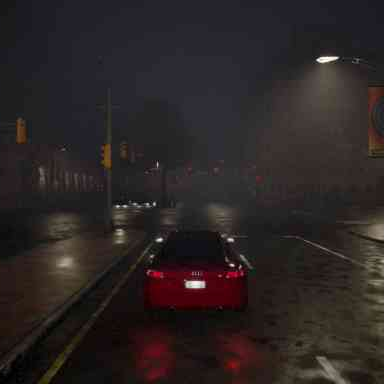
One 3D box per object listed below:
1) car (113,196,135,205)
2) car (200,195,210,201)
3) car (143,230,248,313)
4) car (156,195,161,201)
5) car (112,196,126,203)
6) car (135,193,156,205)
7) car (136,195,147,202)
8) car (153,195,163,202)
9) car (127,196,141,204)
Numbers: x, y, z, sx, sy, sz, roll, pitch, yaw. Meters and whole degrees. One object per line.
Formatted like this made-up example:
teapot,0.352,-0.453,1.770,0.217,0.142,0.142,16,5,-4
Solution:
car,-11.615,1.564,56.884,1.994,1.385,4.181,0,0,0
car,3.453,1.553,81.829,1.994,1.385,4.181,0,0,0
car,0.070,1.564,7.736,1.994,1.385,4.181,0,0,0
car,-8.044,1.601,68.399,1.895,1.301,4.718,0,0,0
car,-14.789,1.595,67.840,1.895,1.301,4.718,0,0,0
car,-8.114,1.221,58.599,2.150,2.045,5.566,0,0,0
car,-11.544,1.478,76.597,1.882,1.535,5.008,0,0,0
car,-8.045,1.500,78.602,1.837,1.490,4.892,0,0,0
car,-11.565,1.564,66.178,1.994,1.385,4.181,0,0,0
